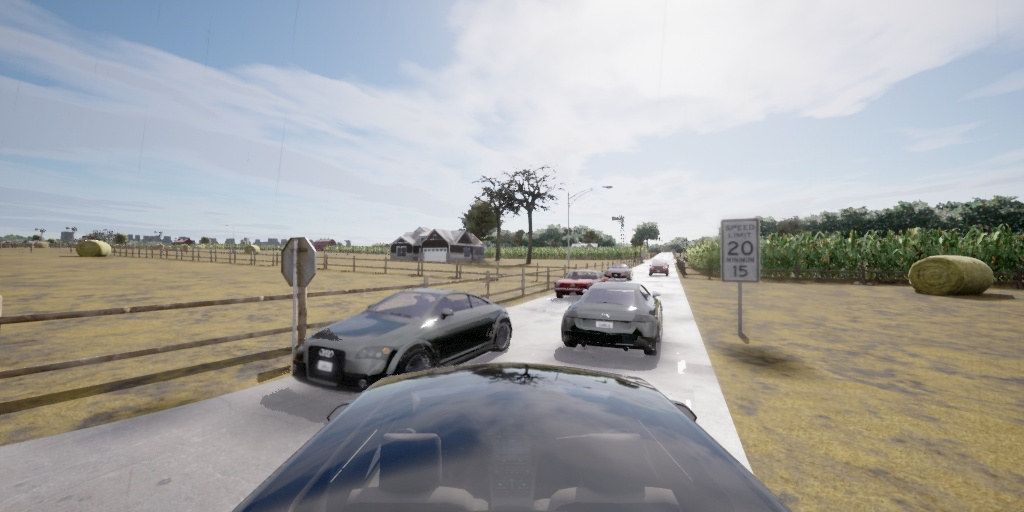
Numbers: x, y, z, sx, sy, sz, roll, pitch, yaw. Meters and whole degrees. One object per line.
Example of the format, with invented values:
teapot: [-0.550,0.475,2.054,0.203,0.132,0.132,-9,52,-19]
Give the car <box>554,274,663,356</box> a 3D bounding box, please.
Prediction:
car: [2.631,1.326,8.886,1.994,1.385,4.181,0,0,24]

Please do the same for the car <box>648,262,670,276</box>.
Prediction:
car: [15.517,1.340,37.851,1.812,1.442,4.674,0,0,24]

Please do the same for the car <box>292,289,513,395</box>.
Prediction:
car: [-1.651,1.328,6.694,1.994,1.385,4.181,0,0,27]

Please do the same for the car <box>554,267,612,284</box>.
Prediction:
car: [3.618,1.389,18.140,1.895,1.301,4.718,0,0,24]

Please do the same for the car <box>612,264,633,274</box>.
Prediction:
car: [9.191,1.374,30.674,1.994,1.385,4.181,0,0,24]
